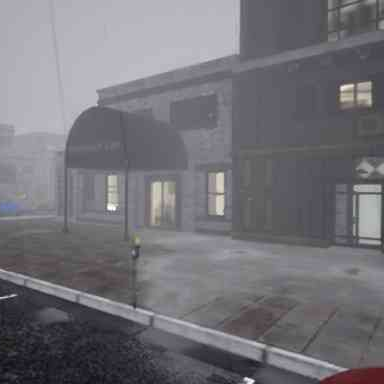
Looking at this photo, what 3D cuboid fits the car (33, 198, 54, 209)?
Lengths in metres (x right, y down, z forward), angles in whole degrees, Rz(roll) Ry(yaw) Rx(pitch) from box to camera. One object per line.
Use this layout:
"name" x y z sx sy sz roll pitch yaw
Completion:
"car" -18.421 1.441 44.028 1.752 1.417 4.829 1 0 35

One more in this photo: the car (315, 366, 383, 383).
"car" 2.533 1.550 1.061 4.507 1.381 1.887 0 1 36

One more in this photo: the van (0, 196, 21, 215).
"van" -17.824 1.312 30.298 1.690 1.788 3.998 1 0 35
